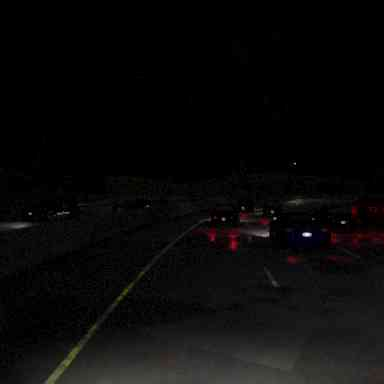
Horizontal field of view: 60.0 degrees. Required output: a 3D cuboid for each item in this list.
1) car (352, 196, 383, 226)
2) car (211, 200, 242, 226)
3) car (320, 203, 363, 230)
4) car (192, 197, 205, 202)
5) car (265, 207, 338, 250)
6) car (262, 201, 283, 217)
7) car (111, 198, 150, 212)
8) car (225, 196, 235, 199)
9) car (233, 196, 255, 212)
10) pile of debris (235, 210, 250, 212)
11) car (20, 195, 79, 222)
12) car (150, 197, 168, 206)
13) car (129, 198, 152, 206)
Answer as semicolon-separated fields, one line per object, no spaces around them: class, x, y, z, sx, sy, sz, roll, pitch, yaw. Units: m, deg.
car;13.113;1.295;24.053;2.150;2.045;5.566;0;0;11
car;2.399;1.574;23.717;1.812;1.442;4.674;0;0;9
car;9.103;1.585;21.453;1.812;1.442;4.674;0;0;10
car;1.126;1.680;65.750;1.994;1.385;4.181;0;0;25
car;4.604;1.601;14.684;1.994;1.385;4.181;0;0;6
car;7.734;1.601;31.977;1.812;1.442;4.674;0;0;14
car;-6.424;1.538;33.732;2.128;1.511;4.902;0;0;13
car;8.849;1.588;73.074;1.895;1.301;4.718;0;0;28
car;6.577;1.590;40.753;1.837;1.490;4.892;0;0;17
pile of debris;6.012;2.261;39.679;1.500;0.140;1.860;0;0;17
car;-11.399;1.247;27.173;2.150;2.045;5.566;0;0;11
car;-5.847;1.619;58.560;1.812;1.442;4.674;0;0;22
car;-9.215;1.688;59.559;1.895;1.301;4.718;0;0;22
